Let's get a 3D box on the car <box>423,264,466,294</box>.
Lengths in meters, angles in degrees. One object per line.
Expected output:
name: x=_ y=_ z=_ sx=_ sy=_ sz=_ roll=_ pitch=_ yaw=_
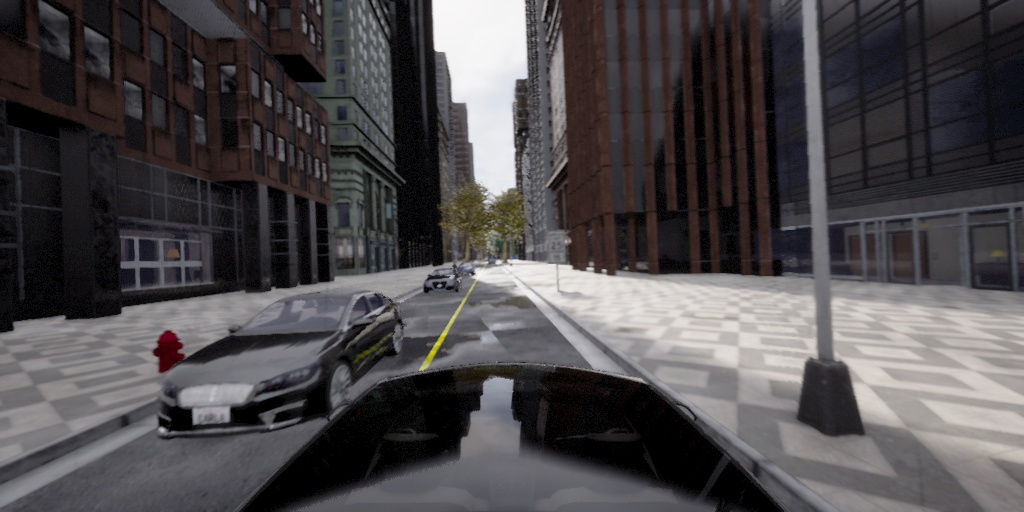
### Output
car: x=-4.125 y=1.459 z=21.843 sx=1.994 sy=1.385 sz=4.181 roll=-2 pitch=0 yaw=-3

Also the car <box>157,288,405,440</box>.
car: x=-3.219 y=1.368 z=6.109 sx=2.128 sy=1.511 sz=4.902 roll=-2 pitch=0 yaw=-3

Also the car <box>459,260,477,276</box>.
car: x=-5.085 y=1.480 z=40.001 sx=1.812 sy=1.442 sz=4.674 roll=-2 pitch=0 yaw=-3
